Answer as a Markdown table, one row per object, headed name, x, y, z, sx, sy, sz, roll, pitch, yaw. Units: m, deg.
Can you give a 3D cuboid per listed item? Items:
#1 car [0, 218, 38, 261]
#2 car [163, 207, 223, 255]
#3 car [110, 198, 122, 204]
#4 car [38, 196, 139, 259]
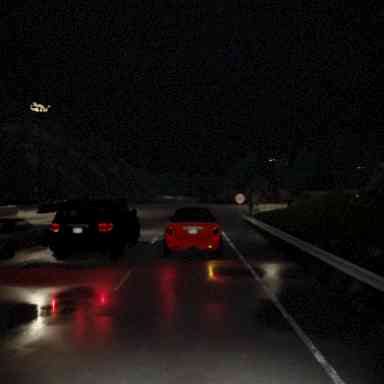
| name | x | y | z | sx | sy | sz | roll | pitch | yaw |
| --- | --- | --- | --- | --- | --- | --- | --- | --- | --- |
| car | -6.965 | 1.631 | 12.457 | 1.895 | 1.301 | 4.718 | 0 | 0 | 0 |
| car | 0.039 | 1.385 | 13.557 | 2.097 | 1.767 | 4.553 | 0 | 0 | 0 |
| car | -21.258 | 2.538 | 93.135 | 2.128 | 1.511 | 4.902 | 0 | -2 | 0 |
| car | -3.465 | 1.255 | 12.804 | 2.150 | 2.045 | 5.566 | 0 | 0 | 0 |
